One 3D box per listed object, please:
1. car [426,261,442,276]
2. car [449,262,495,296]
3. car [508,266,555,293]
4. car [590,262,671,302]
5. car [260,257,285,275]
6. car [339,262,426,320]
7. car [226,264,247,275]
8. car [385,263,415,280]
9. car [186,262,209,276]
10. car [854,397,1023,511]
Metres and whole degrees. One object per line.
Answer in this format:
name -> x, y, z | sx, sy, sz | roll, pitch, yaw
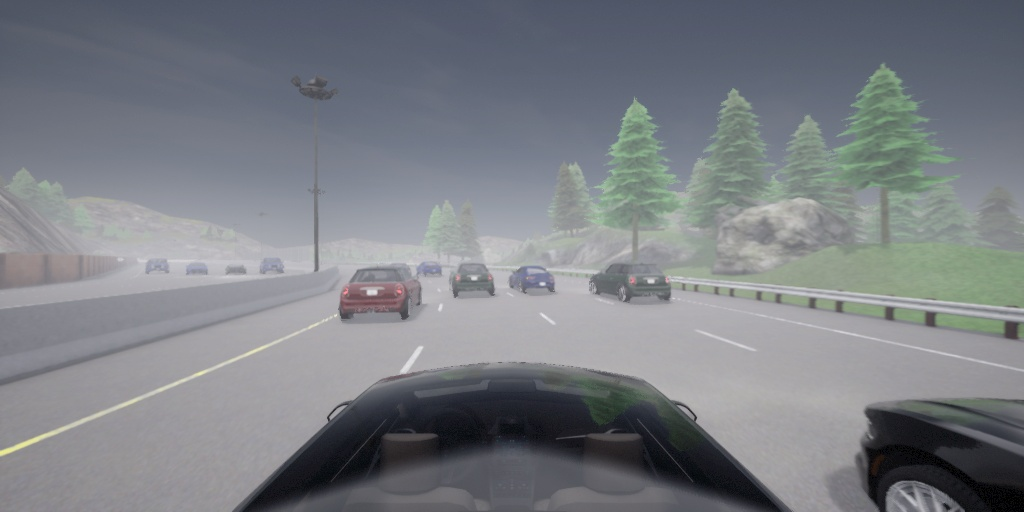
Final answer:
car -> -8.785, 1.302, 37.717 | 1.882, 1.535, 5.008 | 0, 0, -26
car -> -2.297, 1.125, 19.634 | 2.097, 1.767, 4.553 | 0, 0, -12
car -> 1.071, 1.277, 20.682 | 1.812, 1.442, 4.674 | 0, 0, -13
car -> 5.371, 1.073, 16.891 | 2.097, 1.767, 4.553 | 0, 0, -10
car -> -29.819, 1.190, 44.538 | 2.150, 2.045, 5.566 | 0, 0, -39
car -> -4.552, 1.137, 13.056 | 2.097, 1.767, 4.553 | 0, 0, -8
car -> -32.657, 1.587, 42.480 | 1.895, 1.301, 4.718 | 0, 0, -39
car -> -10.604, 1.382, 33.662 | 2.033, 1.411, 5.357 | 0, 0, -24
car -> -37.216, 1.495, 42.429 | 1.882, 1.535, 5.008 | 0, 0, -42
car -> 3.370, 1.205, 0.472 | 1.882, 1.535, 5.008 | 0, 0, 1
